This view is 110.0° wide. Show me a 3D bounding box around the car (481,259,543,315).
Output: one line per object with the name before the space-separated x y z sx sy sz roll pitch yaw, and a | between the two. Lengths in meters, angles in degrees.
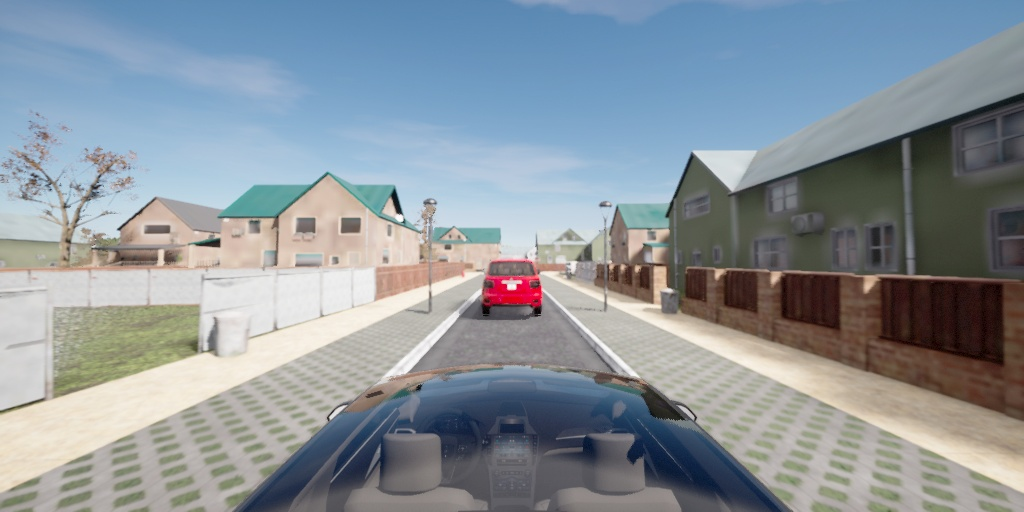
car | 0.007 1.119 14.439 2.150 2.045 5.566 0 0 0
